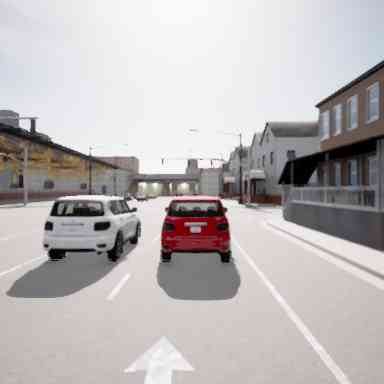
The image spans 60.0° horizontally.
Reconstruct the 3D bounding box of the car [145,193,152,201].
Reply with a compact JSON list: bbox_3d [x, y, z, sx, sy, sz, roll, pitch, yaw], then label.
[{"bbox_3d":[-9.971,1.141,66.927,2.033,1.411,5.357,0,0,1],"label":"car"}]

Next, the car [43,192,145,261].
[{"bbox_3d":[-3.350,1.146,12.173,2.150,2.045,5.566,0,0,1],"label":"car"}]

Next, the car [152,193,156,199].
[{"bbox_3d":[-9.845,0.958,82.601,1.882,1.535,5.008,0,0,0],"label":"car"}]

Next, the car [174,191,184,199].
[{"bbox_3d":[-2.894,0.746,76.389,2.097,1.767,4.553,0,0,0],"label":"car"}]

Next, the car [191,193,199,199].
[{"bbox_3d":[0.606,0.891,76.392,1.837,1.490,4.892,0,0,0],"label":"car"}]

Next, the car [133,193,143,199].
[{"bbox_3d":[-13.346,0.981,82.569,1.837,1.490,4.892,0,0,0],"label":"car"}]

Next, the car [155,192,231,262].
[{"bbox_3d":[0.150,1.147,12.023,2.150,2.045,5.566,0,0,1],"label":"car"}]

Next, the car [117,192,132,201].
[{"bbox_3d":[-13.471,0.954,66.923,2.097,1.767,4.553,0,0,1],"label":"car"}]
